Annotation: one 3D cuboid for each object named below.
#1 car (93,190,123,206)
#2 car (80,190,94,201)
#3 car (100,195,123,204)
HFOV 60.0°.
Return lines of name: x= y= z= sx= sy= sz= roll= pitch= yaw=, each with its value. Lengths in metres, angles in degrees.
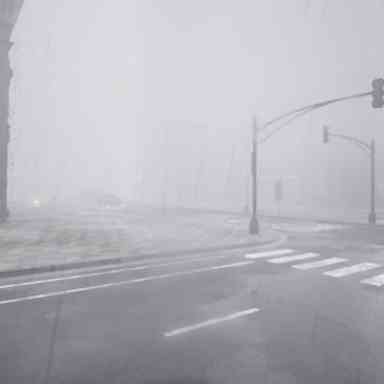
car: x=-11.045 y=0.908 z=44.375 sx=2.097 sy=1.767 sz=4.553 roll=1 pitch=0 yaw=-35
car: x=-18.501 y=0.582 z=60.197 sx=2.150 sy=2.045 sz=5.566 roll=1 pitch=0 yaw=-35
car: x=-12.615 y=1.095 z=51.985 sx=1.895 sy=1.301 sz=4.718 roll=1 pitch=0 yaw=-35
